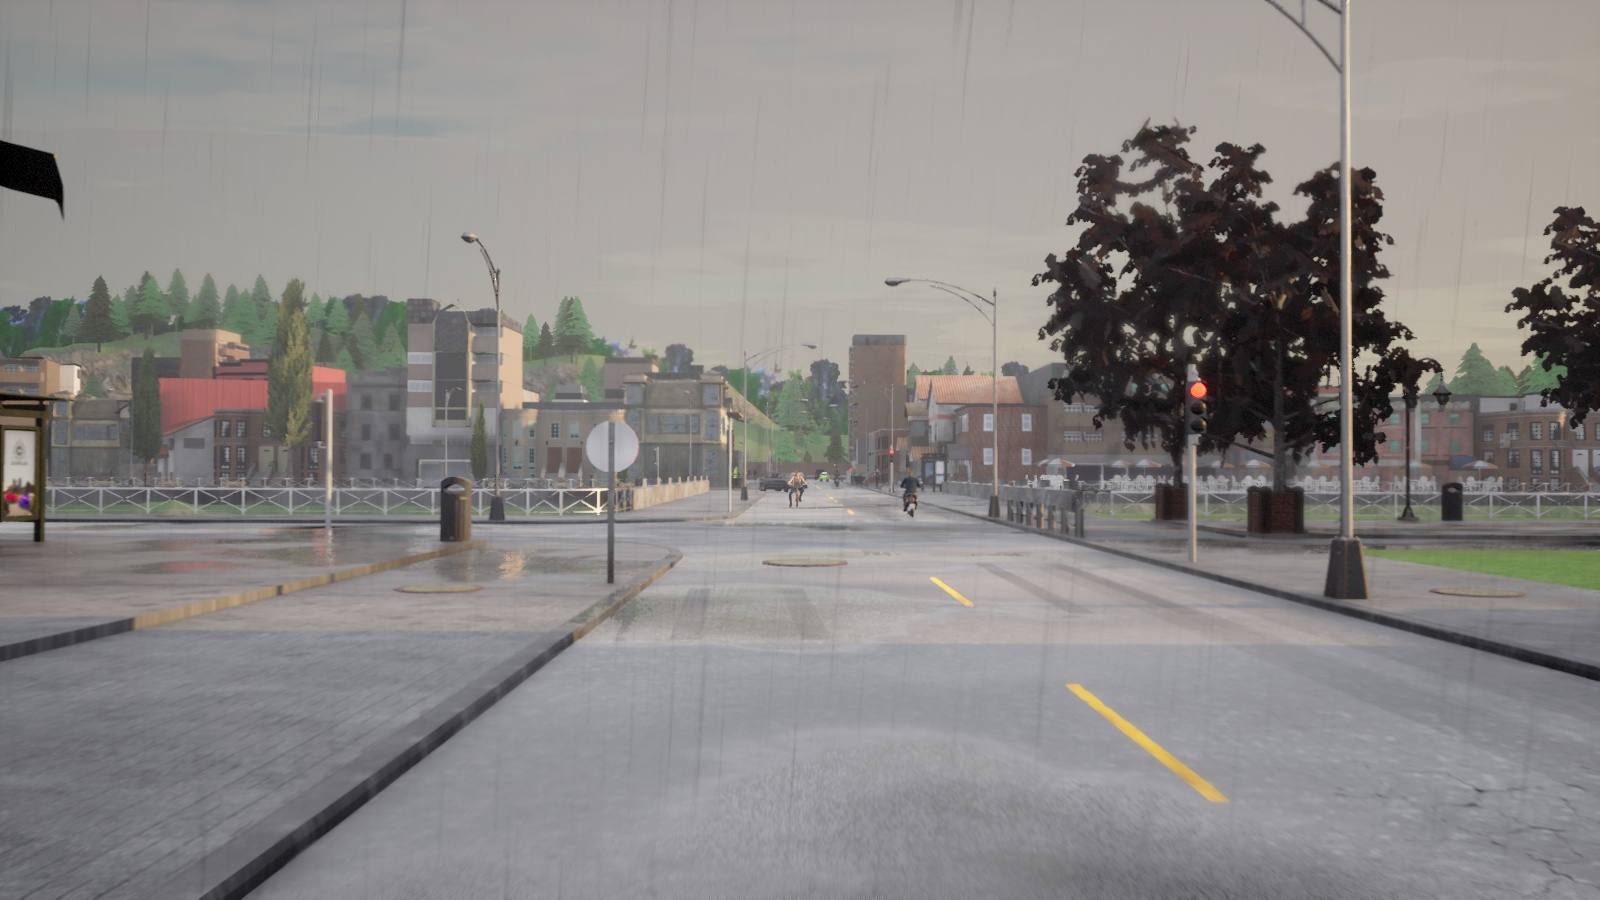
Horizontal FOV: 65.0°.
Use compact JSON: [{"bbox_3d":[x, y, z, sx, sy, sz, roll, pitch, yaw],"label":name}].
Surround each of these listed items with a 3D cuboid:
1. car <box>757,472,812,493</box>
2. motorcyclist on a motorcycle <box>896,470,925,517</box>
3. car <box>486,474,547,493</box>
[{"bbox_3d":[-1.156,2.379,92.362,1.816,1.474,4.193,1,-1,-39],"label":"car"},{"bbox_3d":[3.840,1.483,43.609,0.866,1.590,1.817,0,-1,1],"label":"motorcyclist on a motorcycle"},{"bbox_3d":[-21.646,2.570,95.882,4.181,1.385,1.994,0,-1,0],"label":"car"}]
